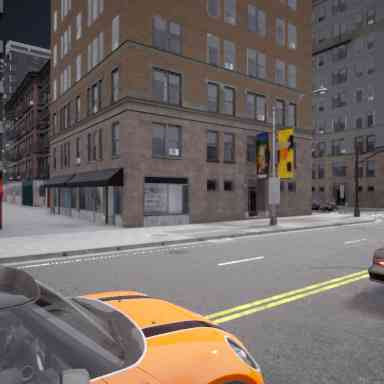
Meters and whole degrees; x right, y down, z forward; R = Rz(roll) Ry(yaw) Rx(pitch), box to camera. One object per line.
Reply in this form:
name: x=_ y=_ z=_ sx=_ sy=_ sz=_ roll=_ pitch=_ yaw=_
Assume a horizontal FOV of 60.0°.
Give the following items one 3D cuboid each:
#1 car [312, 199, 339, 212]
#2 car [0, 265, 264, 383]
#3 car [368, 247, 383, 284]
car: x=14.017 y=1.535 z=38.443 sx=2.033 sy=1.411 sz=5.357 roll=0 pitch=0 yaw=-36
car: x=-1.557 y=1.352 z=2.291 sx=4.553 sy=1.767 sz=2.097 roll=0 pitch=0 yaw=-37
car: x=6.405 y=1.550 z=8.204 sx=5.357 sy=1.411 sz=2.033 roll=0 pitch=0 yaw=-37
